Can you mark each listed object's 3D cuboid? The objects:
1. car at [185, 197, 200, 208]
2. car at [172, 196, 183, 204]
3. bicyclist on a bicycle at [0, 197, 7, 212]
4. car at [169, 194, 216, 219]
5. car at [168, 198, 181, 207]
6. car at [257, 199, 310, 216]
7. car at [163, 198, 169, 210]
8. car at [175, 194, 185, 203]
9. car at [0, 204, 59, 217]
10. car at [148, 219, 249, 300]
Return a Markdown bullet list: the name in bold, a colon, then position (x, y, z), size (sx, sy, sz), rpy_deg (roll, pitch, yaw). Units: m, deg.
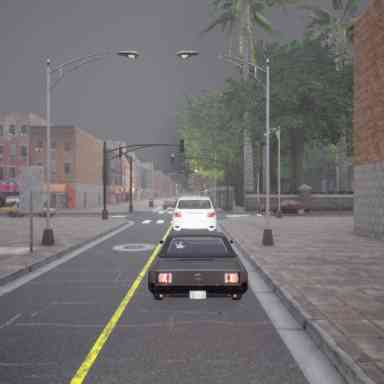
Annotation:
- **car**: position (0.131, 1.535, 48.802), size (2.128, 1.511, 4.902), rpy_deg (0, 0, 0)
- **car**: position (-2.724, 1.539, 63.836), size (1.882, 1.535, 5.008), rpy_deg (0, 0, 1)
- **bicyclist on a bicycle**: position (-20.098, 1.373, 35.313), size (0.582, 1.620, 1.656), rpy_deg (0, 0, 0)
- **car**: position (0.128, 1.230, 18.096), size (2.150, 2.045, 5.566), rpy_deg (0, 0, 0)
- **car**: position (-2.773, 1.651, 53.723), size (1.895, 1.301, 4.718), rpy_deg (0, 0, 0)
- **car**: position (8.831, 1.472, 32.276), size (5.008, 1.535, 1.882), rpy_deg (0, 0, -3)
- **car**: position (-2.790, 1.564, 44.547), size (1.812, 1.442, 4.674), rpy_deg (0, 0, 0)
- **car**: position (-2.656, 1.405, 73.971), size (2.097, 1.767, 4.553), rpy_deg (0, 0, 0)
- **car**: position (-14.403, 1.573, 29.666), size (4.829, 1.417, 1.752), rpy_deg (0, 0, 0)
- **car**: position (0.111, 1.603, 8.332), size (1.895, 1.301, 4.718), rpy_deg (0, 0, 0)
